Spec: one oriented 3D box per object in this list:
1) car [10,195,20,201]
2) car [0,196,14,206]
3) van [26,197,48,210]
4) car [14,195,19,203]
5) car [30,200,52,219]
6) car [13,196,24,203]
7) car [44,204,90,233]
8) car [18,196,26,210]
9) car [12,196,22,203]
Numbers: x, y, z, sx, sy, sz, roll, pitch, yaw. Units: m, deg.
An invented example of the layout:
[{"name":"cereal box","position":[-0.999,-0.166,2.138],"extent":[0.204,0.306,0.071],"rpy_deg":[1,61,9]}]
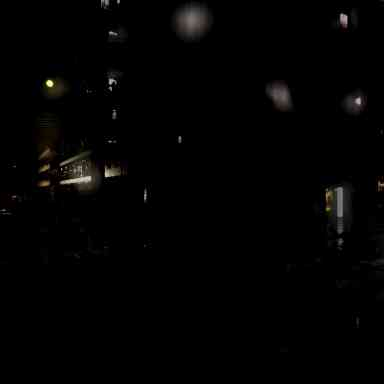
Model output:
[{"name":"car","position":[-43.854,1.536,82.218],"extent":[2.008,1.369,4.403],"rpy_deg":[1,0,-30]},{"name":"car","position":[-29.707,1.468,52.988],"extent":[1.882,1.535,5.008],"rpy_deg":[1,0,-30]},{"name":"van","position":[-15.790,1.374,34.312],"extent":[1.690,1.788,3.998],"rpy_deg":[1,0,-30]},{"name":"car","position":[-27.017,1.569,53.474],"extent":[2.008,1.369,4.403],"rpy_deg":[1,0,-30]},{"name":"car","position":[-12.987,1.619,29.520],"extent":[1.802,1.307,4.206],"rpy_deg":[1,0,-30]},{"name":"car","position":[-35.436,1.548,67.846],"extent":[1.887,1.381,4.507],"rpy_deg":[1,0,-30]},{"name":"car","position":[-7.374,1.608,19.939],"extent":[1.947,1.339,4.313],"rpy_deg":[1,0,-30]},{"name":"car","position":[-21.403,1.466,43.893],"extent":[1.967,1.590,4.097],"rpy_deg":[1,0,-30]},{"name":"car","position":[-38.242,1.542,72.637],"extent":[1.887,1.381,4.507],"rpy_deg":[1,0,-30]}]
